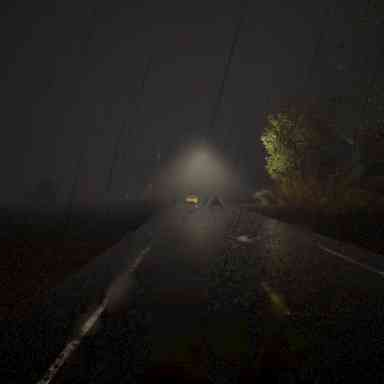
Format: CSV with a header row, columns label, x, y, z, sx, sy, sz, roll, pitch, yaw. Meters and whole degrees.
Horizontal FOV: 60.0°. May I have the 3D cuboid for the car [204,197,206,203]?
label,x,y,z,sx,sy,sz,roll,pitch,yaw
car,3.542,1.518,69.483,1.994,1.385,4.181,0,0,0

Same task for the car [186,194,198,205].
label,x,y,z,sx,sy,sz,roll,pitch,yaw
car,-0.006,1.445,57.841,1.882,1.535,5.008,0,0,1

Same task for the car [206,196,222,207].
label,x,y,z,sx,sy,sz,roll,pitch,yaw
car,3.631,1.452,51.668,1.882,1.535,5.008,0,0,0
